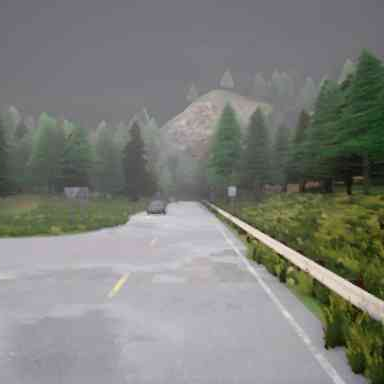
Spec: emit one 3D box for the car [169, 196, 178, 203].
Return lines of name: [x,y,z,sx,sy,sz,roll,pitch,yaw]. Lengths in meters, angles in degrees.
car: [-3.525,1.503,59.785,1.812,1.442,4.674,0,0,0]

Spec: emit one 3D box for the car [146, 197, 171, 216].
car: [-3.514,1.630,34.288,1.837,1.490,4.892,0,0,0]
